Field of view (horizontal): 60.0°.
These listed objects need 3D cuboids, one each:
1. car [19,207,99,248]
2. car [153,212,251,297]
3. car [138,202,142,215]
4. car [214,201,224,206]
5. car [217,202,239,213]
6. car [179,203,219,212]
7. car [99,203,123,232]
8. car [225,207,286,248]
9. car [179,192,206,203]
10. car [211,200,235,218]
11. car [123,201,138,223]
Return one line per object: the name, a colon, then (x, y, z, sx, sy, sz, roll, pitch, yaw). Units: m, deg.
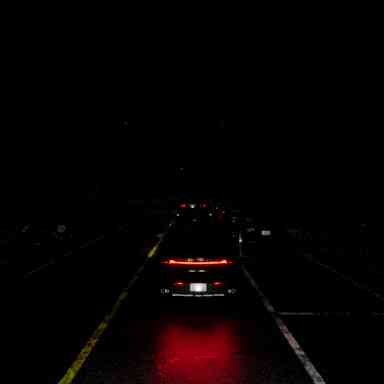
car: (-5.750, 1.438, 14.512, 1.967, 1.590, 4.097, -1, 0, 0)
car: (0.117, 1.503, 8.528, 1.837, 1.490, 4.892, 0, 0, 0)
car: (-5.719, 1.544, 31.029, 1.887, 1.381, 4.507, -1, 0, 0)
car: (2.796, 1.543, 25.508, 1.887, 1.381, 4.507, -1, 0, 0)
car: (2.786, 1.543, 20.002, 1.887, 1.381, 4.507, -1, 0, 0)
car: (0.126, 1.545, 18.266, 2.033, 1.411, 5.357, 0, 0, 0)
car: (-5.739, 1.564, 20.018, 1.947, 1.339, 4.313, -1, 0, 0)
car: (2.776, 1.564, 14.497, 1.947, 1.339, 4.313, -1, 0, 0)
car: (0.050, 1.220, 28.511, 2.150, 2.045, 5.566, 0, 0, 0)
car: (2.806, 1.543, 31.013, 1.887, 1.381, 4.507, -1, 0, 0)
car: (-5.729, 1.549, 25.523, 2.008, 1.369, 4.403, -1, 0, 0)
